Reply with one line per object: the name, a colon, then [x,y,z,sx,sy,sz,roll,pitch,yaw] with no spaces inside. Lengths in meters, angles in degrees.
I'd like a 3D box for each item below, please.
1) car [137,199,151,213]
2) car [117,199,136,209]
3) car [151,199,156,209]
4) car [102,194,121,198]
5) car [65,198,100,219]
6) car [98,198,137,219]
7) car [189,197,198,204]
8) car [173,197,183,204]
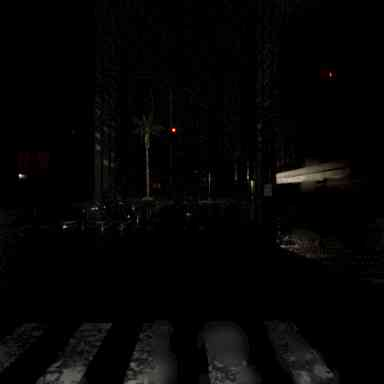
car: [-6.502,1.587,39.093,2.128,1.511,4.902,0,0,0]
car: [-9.710,1.701,49.798,1.994,1.385,4.181,0,0,0]
car: [-6.467,1.735,48.982,1.895,1.301,4.718,0,0,1]
car: [-9.753,1.320,39.838,2.150,2.045,5.566,0,0,0]
car: [-9.772,1.544,29.892,1.882,1.535,5.008,0,0,0]
car: [-6.526,1.543,29.625,1.882,1.535,5.008,0,0,0]
car: [0.280,1.790,69.850,1.994,1.385,4.181,0,0,0]
car: [-2.970,1.790,69.833,1.994,1.385,4.181,0,0,0]
